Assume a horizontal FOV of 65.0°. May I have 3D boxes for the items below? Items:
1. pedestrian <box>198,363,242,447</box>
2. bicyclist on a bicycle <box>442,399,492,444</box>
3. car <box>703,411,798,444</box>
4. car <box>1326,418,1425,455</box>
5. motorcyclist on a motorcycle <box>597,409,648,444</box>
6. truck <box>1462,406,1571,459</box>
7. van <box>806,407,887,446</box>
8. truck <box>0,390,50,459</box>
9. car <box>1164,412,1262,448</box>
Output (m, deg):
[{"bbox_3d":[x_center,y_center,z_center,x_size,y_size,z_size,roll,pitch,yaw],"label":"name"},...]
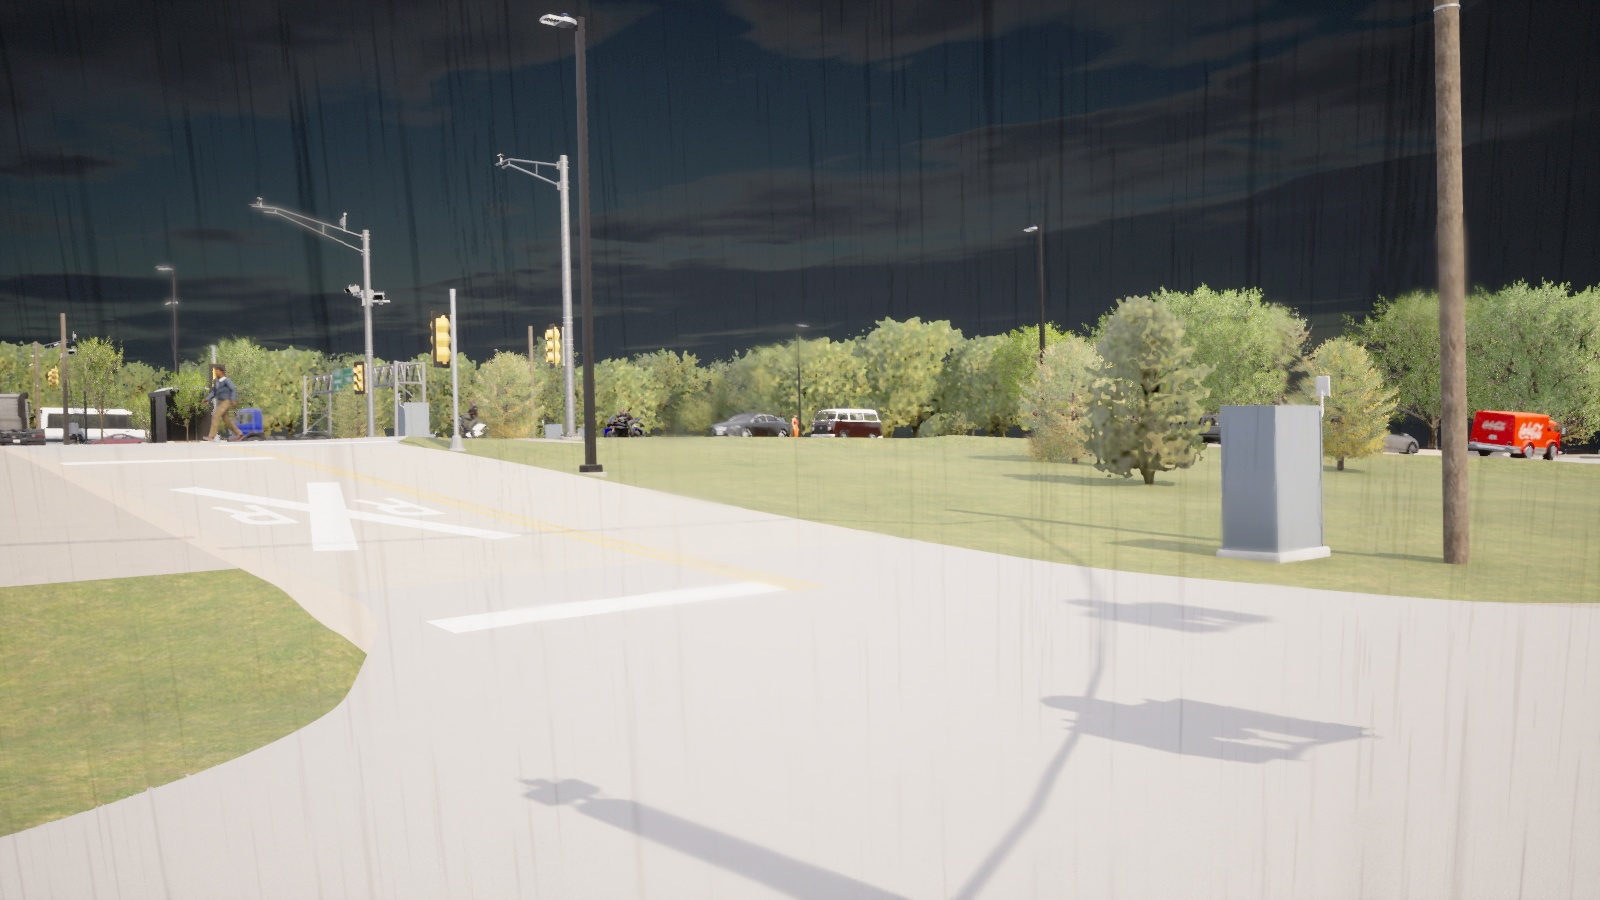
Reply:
[{"bbox_3d":[-13.677,-1.057,29.631,0.423,1.949,0.788,-1,1,42],"label":"pedestrian"},{"bbox_3d":[-13.578,-1.146,51.191,1.843,1.776,0.659,-1,0,-43],"label":"bicyclist on a bicycle"},{"bbox_3d":[-2.426,-1.099,62.692,2.128,1.511,4.902,-1,-1,36],"label":"car"},{"bbox_3d":[27.551,-0.643,60.101,4.514,1.525,2.007,2,2,-30],"label":"car"},{"bbox_3d":[-7.990,-1.046,56.679,0.866,1.530,2.191,-1,-1,44],"label":"motorcyclist on a motorcycle"},{"bbox_3d":[38.353,-0.916,67.213,5.204,2.467,2.627,1,6,-32],"label":"truck"},{"bbox_3d":[2.611,-1.298,70.299,2.069,2.038,4.480,-1,-1,43],"label":"van"},{"bbox_3d":[-42.446,-1.262,67.002,2.891,3.462,7.936,-2,1,-39],"label":"truck"},{"bbox_3d":[22.146,-1.099,67.436,1.932,1.855,4.605,-2,3,-44],"label":"car"}]
